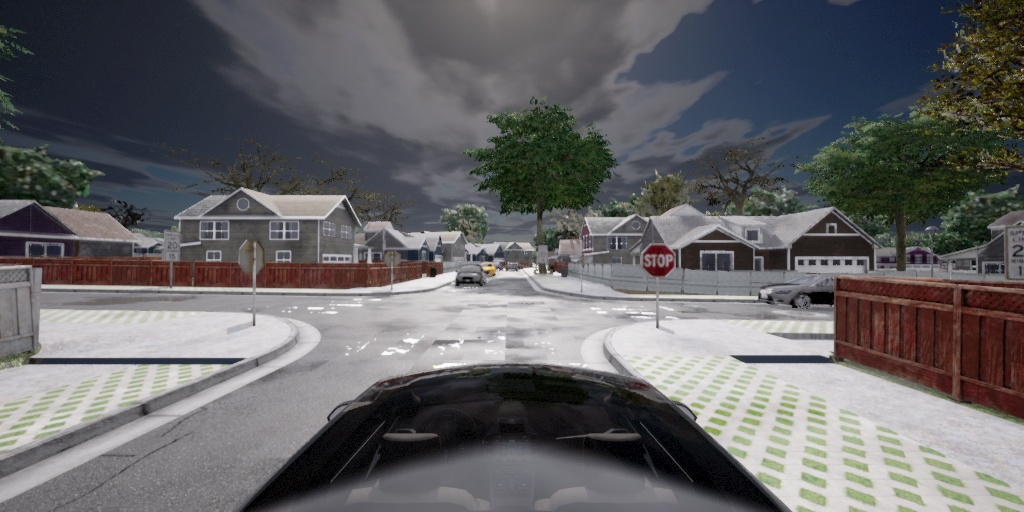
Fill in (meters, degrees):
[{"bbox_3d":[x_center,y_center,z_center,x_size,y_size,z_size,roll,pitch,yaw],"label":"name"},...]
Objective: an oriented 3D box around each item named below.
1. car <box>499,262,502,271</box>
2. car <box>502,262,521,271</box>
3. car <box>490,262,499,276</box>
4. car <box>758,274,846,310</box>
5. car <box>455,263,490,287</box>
[{"bbox_3d":[-2.682,1.738,60.086,1.812,1.442,4.674,0,-1,2],"label":"car"},{"bbox_3d":[-0.020,1.683,58.192,2.128,1.511,4.902,0,-1,1],"label":"car"},{"bbox_3d":[-2.866,1.484,40.635,1.882,1.535,5.008,0,0,0],"label":"car"},{"bbox_3d":[13.685,1.565,15.981,4.902,1.511,2.128,1,-1,-1],"label":"car"},{"bbox_3d":[-2.863,1.360,25.486,1.837,1.490,4.892,0,0,0],"label":"car"}]
